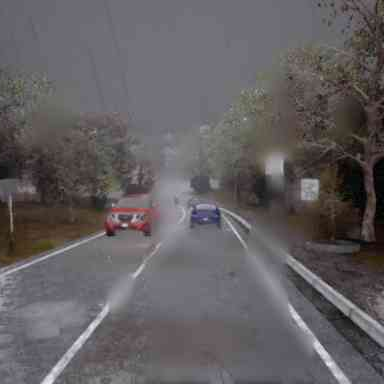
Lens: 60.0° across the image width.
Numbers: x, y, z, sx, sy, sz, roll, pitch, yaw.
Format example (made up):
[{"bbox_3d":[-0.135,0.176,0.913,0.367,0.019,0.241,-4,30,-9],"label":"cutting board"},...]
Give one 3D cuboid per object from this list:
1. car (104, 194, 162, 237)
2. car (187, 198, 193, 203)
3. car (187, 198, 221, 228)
[{"bbox_3d":[-2.974,1.161,18.007,2.150,2.045,5.566,0,0,2],"label":"car"},{"bbox_3d":[0.412,1.413,42.741,1.994,1.385,4.181,0,1,-5],"label":"car"},{"bbox_3d":[0.894,1.430,21.911,1.882,1.535,5.008,0,0,2],"label":"car"}]
